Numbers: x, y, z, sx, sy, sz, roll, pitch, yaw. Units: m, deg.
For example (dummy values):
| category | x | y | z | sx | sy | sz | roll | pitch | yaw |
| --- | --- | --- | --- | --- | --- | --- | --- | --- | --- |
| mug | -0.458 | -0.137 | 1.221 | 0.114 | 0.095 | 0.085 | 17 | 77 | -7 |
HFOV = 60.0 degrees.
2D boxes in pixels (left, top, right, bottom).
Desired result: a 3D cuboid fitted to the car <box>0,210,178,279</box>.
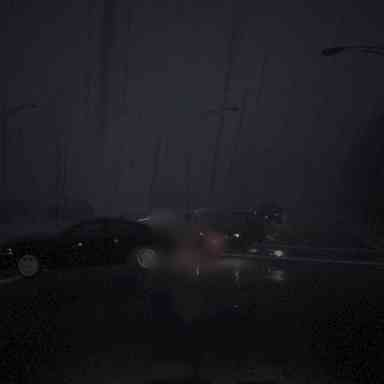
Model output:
| category | x | y | z | sx | sy | sz | roll | pitch | yaw |
| --- | --- | --- | --- | --- | --- | --- | --- | --- | --- |
| car | -2.927 | 1.475 | 9.924 | 5.008 | 1.535 | 1.882 | 0 | 0 | -19 |

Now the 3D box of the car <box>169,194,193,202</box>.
| category | x | y | z | sx | sy | sz | roll | pitch | yaw |
| --- | --- | --- | --- | --- | --- | --- | --- | --- | --- |
| car | -2.229 | 1.256 | 68.713 | 4.514 | 1.523 | 2.007 | 0 | 0 | 18 |

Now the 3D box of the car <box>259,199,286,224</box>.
| category | x | y | z | sx | sy | sz | roll | pitch | yaw |
| --- | --- | --- | --- | --- | --- | --- | --- | --- | --- |
| car | 5.816 | 1.489 | 24.970 | 1.837 | 1.490 | 4.892 | 0 | 0 | 18 |

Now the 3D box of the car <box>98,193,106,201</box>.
| category | x | y | z | sx | sy | sz | roll | pitch | yaw |
| --- | --- | --- | --- | --- | --- | --- | --- | --- | --- |
| car | -20.342 | 1.013 | 70.932 | 3.866 | 1.878 | 1.905 | 0 | 0 | 18 |

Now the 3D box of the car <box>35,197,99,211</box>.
| category | x | y | z | sx | sy | sz | roll | pitch | yaw |
| --- | --- | --- | --- | --- | --- | --- | --- | --- | --- |
| car | -9.083 | 1.355 | 24.219 | 3.633 | 1.501 | 1.845 | 0 | 0 | 18 |

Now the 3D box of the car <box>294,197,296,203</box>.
| category | x | y | z | sx | sy | sz | roll | pitch | yaw |
| --- | --- | --- | --- | --- | --- | --- | --- | --- | --- |
| car | 19.708 | 1.478 | 66.385 | 1.837 | 1.490 | 4.892 | 0 | 0 | 19 |

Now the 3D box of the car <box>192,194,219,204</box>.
| category | x | y | z | sx | sy | sz | roll | pitch | yaw |
| --- | --- | --- | --- | --- | --- | --- | --- | --- | --- |
| car | 1.557 | 1.124 | 56.812 | 5.027 | 1.636 | 2.152 | 0 | 0 | 18 |

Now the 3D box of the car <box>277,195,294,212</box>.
| category | x | y | z | sx | sy | sz | roll | pitch | yaw |
| --- | --- | --- | --- | --- | --- | --- | --- | --- | --- |
| car | 10.132 | 1.469 | 37.837 | 2.128 | 1.511 | 4.902 | 0 | 0 | 19 |

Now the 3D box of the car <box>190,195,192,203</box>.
| category | x | y | z | sx | sy | sz | roll | pitch | yaw |
| --- | --- | --- | --- | --- | --- | --- | --- | --- | --- |
| car | -2.511 | 1.051 | 44.681 | 3.866 | 1.878 | 1.905 | 0 | 0 | 18 |

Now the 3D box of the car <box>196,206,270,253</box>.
| category | x | y | z | sx | sy | sz | roll | pitch | yaw |
| --- | --- | --- | --- | --- | --- | --- | --- | --- | --- |
| car | 1.785 | 1.514 | 13.926 | 1.812 | 1.442 | 4.674 | 0 | 0 | 24 |

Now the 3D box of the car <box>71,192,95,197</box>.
| category | x | y | z | sx | sy | sz | roll | pitch | yaw |
| --- | --- | --- | --- | --- | --- | --- | --- | --- | --- |
| car | -18.562 | 1.248 | 53.730 | 4.514 | 1.523 | 2.007 | 0 | 0 | 18 |

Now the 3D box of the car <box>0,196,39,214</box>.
| category | x | y | z | sx | sy | sz | roll | pitch | yaw |
| --- | --- | --- | --- | --- | --- | --- | --- | --- | --- |
| car | -15.171 | 1.355 | 29.404 | 3.806 | 1.475 | 1.970 | 0 | 0 | 18 |

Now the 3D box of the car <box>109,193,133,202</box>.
| category | x | y | z | sx | sy | sz | roll | pitch | yaw |
| --- | --- | --- | --- | --- | --- | --- | --- | --- | --- |
| car | -13.927 | 1.044 | 65.314 | 4.605 | 1.855 | 1.932 | 0 | 0 | 18 |

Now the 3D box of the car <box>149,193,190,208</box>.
| category | x | y | z | sx | sy | sz | roll | pitch | yaw |
| --- | --- | --- | --- | --- | --- | --- | --- | --- | --- |
| car | -3.044 | 1.073 | 41.795 | 4.605 | 1.855 | 1.932 | 0 | 0 | 18 |

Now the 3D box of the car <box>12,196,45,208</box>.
| category | x | y | z | sx | sy | sz | roll | pitch | yaw |
| --- | --- | --- | --- | --- | --- | --- | --- | --- | --- |
| car | -21.779 | 1.273 | 44.270 | 3.633 | 1.501 | 1.845 | 0 | 0 | 18 |

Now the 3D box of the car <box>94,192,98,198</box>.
| category | x | y | z | sx | sy | sz | roll | pitch | yaw |
| --- | --- | --- | --- | --- | --- | --- | --- | --- | --- |
| car | -21.979 | 1.297 | 67.974 | 3.806 | 1.475 | 1.970 | 0 | 0 | 18 |
